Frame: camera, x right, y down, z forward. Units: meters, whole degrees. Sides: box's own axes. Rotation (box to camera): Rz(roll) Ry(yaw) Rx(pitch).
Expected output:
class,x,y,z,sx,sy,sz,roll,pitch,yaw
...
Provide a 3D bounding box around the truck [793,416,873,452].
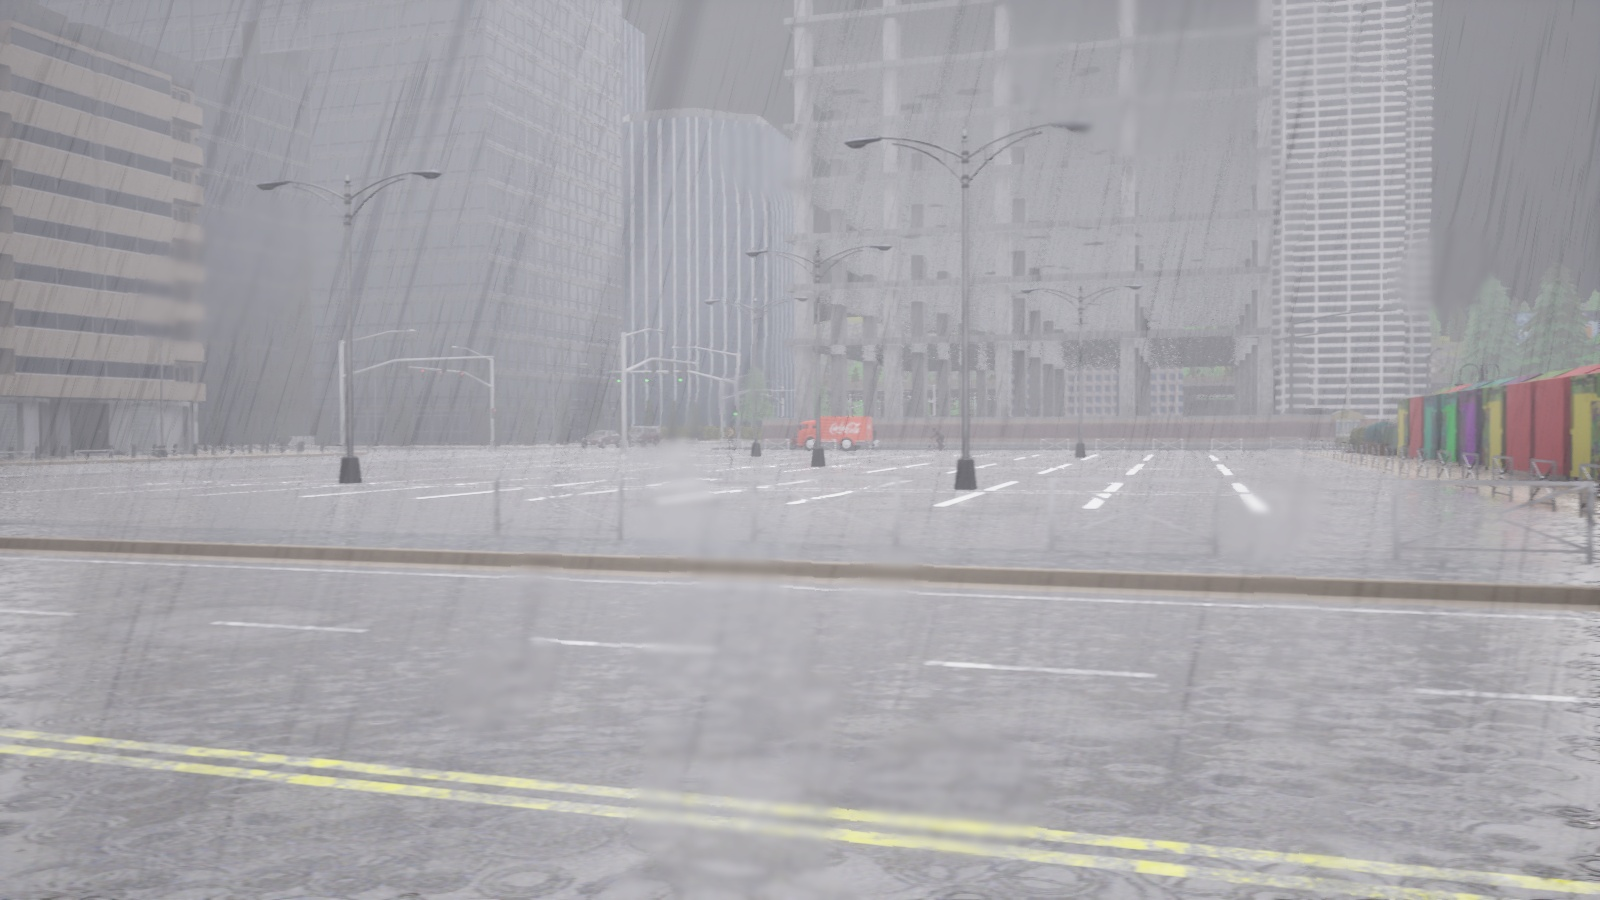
class,x,y,z,sx,sy,sz,roll,pitch,yaw
truck,2.382,-1.139,89.449,5.204,2.467,2.627,0,1,17
